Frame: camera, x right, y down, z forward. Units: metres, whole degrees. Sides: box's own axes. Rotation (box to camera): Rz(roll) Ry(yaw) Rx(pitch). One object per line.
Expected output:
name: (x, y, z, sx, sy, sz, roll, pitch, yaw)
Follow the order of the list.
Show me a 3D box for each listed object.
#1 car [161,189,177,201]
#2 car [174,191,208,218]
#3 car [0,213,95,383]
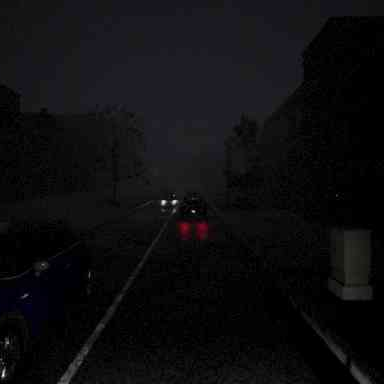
car: (-3.104, 0.367, 45.741, 1.837, 1.490, 4.892, 0, 2, 0)
car: (0.091, 0.975, 23.893, 2.128, 1.511, 4.902, 0, 2, 0)
car: (-3.101, 1.320, 5.124, 2.097, 1.767, 4.553, 0, 1, 0)
